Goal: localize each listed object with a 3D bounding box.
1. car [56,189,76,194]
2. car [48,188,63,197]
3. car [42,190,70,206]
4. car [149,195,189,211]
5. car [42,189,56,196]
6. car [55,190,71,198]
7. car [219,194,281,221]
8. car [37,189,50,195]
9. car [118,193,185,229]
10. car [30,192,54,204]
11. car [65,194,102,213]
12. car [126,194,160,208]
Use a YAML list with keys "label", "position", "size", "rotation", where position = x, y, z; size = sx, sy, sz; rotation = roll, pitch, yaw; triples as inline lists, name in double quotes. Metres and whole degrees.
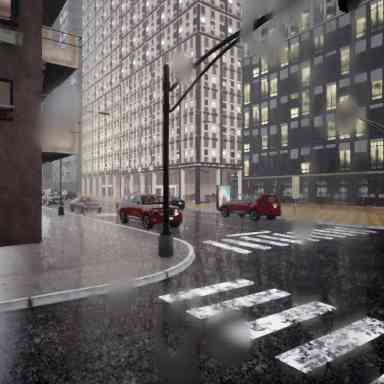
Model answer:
- label: "car"
  position: [-19.516, 0.516, 52.476]
  size: [1.837, 1.490, 4.892]
  rotation: [0, 1, -36]
- label: "car"
  position: [-28.413, 0.098, 69.165]
  size: [1.967, 1.590, 4.097]
  rotation: [1, 0, -36]
- label: "car"
  position: [-15.603, 0.826, 37.257]
  size: [2.008, 1.369, 4.403]
  rotation: [2, 0, -36]
- label: "car"
  position: [-2.342, 1.070, 33.256]
  size: [1.947, 1.339, 4.313]
  rotation: [1, 0, -36]
- label: "car"
  position: [-31.675, 0.096, 73.654]
  size: [1.887, 1.381, 4.507]
  rotation: [1, 0, -36]
- label: "car"
  position: [-25.157, 0.309, 64.677]
  size: [1.887, 1.381, 4.507]
  rotation: [1, 0, -36]
- label: "car"
  position: [4.182, 1.027, 24.278]
  size: [2.192, 1.841, 5.009]
  rotation: [1, 0, -36]
- label: "car"
  position: [-34.935, -0.011, 78.143]
  size: [1.887, 1.381, 4.507]
  rotation: [1, 0, -36]
- label: "car"
  position: [-2.562, 1.008, 19.306]
  size: [2.192, 1.841, 5.009]
  rotation: [2, 0, -36]
- label: "car"
  position: [-18.862, 0.752, 41.744]
  size: [1.802, 1.307, 4.206]
  rotation: [2, 0, -36]
- label: "car"
  position: [-9.086, 1.067, 28.282]
  size: [1.802, 1.307, 4.206]
  rotation: [2, 0, -36]
- label: "car"
  position: [-5.602, 0.965, 37.745]
  size: [1.947, 1.339, 4.313]
  rotation: [1, 0, -36]
